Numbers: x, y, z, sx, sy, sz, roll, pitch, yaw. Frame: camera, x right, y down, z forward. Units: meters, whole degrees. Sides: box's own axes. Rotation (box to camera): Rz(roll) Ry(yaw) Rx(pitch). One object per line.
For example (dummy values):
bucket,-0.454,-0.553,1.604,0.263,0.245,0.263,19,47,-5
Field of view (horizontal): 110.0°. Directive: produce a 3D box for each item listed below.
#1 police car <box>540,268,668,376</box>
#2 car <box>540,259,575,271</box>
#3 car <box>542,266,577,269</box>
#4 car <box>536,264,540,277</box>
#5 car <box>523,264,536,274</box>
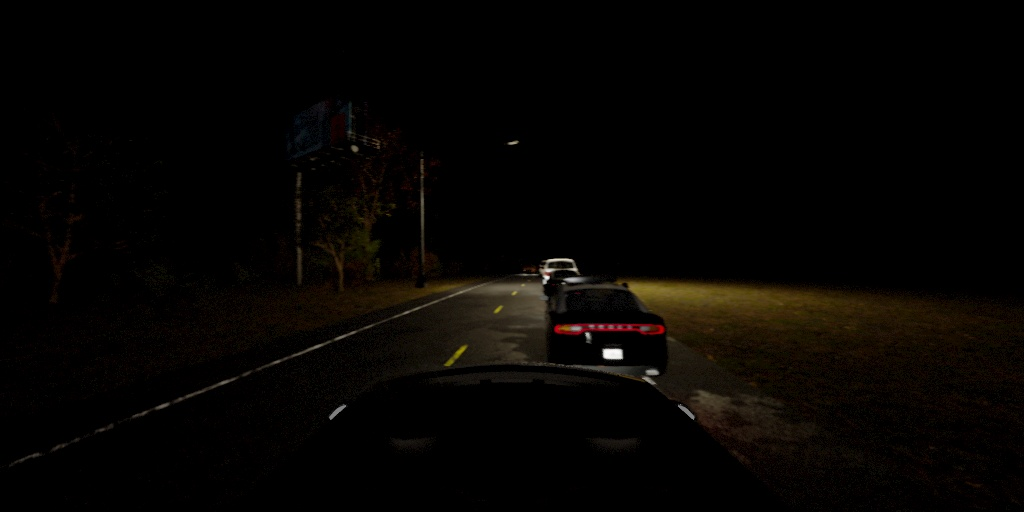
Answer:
police car,1.647,1.224,7.691,1.930,1.638,5.238,-1,-1,5
car,3.116,1.229,23.492,2.150,2.045,5.566,-1,-1,6
car,2.525,1.426,17.508,1.837,1.490,4.892,-1,-1,5
car,4.583,1.590,44.799,2.150,2.045,5.566,-1,-1,8
car,2.927,2.126,58.319,1.882,1.535,5.008,-1,-1,8
